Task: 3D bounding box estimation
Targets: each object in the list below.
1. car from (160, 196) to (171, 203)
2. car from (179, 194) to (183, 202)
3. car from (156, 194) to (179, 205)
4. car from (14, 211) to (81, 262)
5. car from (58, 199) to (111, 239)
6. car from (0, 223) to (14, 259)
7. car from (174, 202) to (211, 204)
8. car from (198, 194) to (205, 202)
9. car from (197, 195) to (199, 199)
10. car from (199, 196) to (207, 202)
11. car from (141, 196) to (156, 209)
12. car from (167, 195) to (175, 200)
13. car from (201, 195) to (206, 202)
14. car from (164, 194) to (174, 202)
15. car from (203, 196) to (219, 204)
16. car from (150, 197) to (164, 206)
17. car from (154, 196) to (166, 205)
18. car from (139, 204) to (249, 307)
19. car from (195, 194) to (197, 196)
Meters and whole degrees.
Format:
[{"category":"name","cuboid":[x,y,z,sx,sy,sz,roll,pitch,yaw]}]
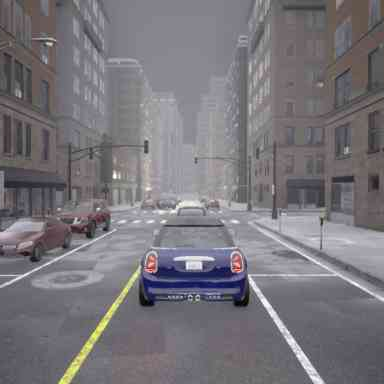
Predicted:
[{"category":"car","cuboid":[-5.801,1.612,72.394,2.008,1.369,4.403,-1,0,0]},{"category":"car","cuboid":[-3.183,1.523,56.478,2.128,1.511,4.902,0,0,0]},{"category":"car","cuboid":[-3.173,1.370,43.971,2.097,1.767,4.553,0,0,0]},{"category":"car","cuboid":[-5.695,1.581,11.987,1.802,1.307,4.206,-1,0,0]},{"category":"car","cuboid":[-5.708,1.315,17.570,2.192,1.841,5.009,-1,0,0]},{"category":"car","cuboid":[-5.686,1.550,6.404,2.008,1.369,4.403,-1,0,0]},{"category":"car","cuboid":[-0.014,1.505,17.331,1.837,1.490,4.892,0,0,0]},{"category":"car","cuboid":[2.734,1.595,66.865,1.887,1.381,4.507,-1,0,0]},{"category":"car","cuboid":[2.723,1.501,72.429,1.967,1.590,4.097,-1,0,0]},{"category":"car","cuboid":[2.705,1.635,83.556,2.008,1.369,4.403,-1,0,0]},{"category":"car","cuboid":[-5.752,1.601,44.570,1.802,1.307,4.206,-1,0,0]},{"category":"car","cuboid":[-5.841,1.547,94.655,1.967,1.590,4.097,-1,0,0]},{"category":"car","cuboid":[2.762,1.551,50.346,1.752,1.417,4.829,-1,0,0]},{"category":"car","cuboid":[-5.824,1.400,83.525,2.192,1.841,5.009,-1,0,0]},{"category":"car","cuboid":[2.773,1.601,44.612,1.802,1.307,4.206,-1,0,0]},{"category":"car","cuboid":[-5.772,1.578,55.700,1.887,1.381,4.507,-1,0,0]},{"category":"car","cuboid":[-5.782,1.566,61.094,1.752,1.417,4.829,-1,0,0]},{"category":"car","cuboid":[0.049,1.351,8.153,2.097,1.767,4.553,0,0,0]},{"category":"car","cuboid":[2.692,1.411,89.120,2.192,1.841,5.009,-1,0,0]}]
